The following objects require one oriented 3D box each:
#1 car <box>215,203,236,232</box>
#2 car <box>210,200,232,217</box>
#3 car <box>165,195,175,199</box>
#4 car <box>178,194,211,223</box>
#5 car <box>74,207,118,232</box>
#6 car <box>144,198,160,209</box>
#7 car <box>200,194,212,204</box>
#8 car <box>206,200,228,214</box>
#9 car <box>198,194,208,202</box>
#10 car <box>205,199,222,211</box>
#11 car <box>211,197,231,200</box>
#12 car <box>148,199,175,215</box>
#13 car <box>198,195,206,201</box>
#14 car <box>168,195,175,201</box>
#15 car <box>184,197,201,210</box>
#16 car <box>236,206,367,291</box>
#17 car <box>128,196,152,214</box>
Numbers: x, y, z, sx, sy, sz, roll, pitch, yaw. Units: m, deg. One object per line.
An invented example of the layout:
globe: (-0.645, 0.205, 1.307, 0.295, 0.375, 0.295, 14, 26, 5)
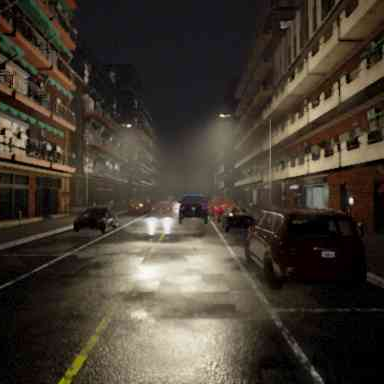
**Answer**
car: (2.696, 1.571, 20.119, 2.008, 1.369, 4.403, 1, 0, 0)
car: (2.694, 1.570, 25.686, 1.887, 1.381, 4.507, 1, 0, 0)
car: (-5.698, 1.644, 81.397, 2.008, 1.369, 4.403, 1, 0, 0)
car: (0.098, 1.249, 25.906, 2.150, 2.045, 5.566, 0, 0, 0)
car: (-5.685, 1.586, 20.151, 1.947, 1.339, 4.313, 1, 0, 0)
car: (-5.692, 1.633, 47.990, 1.802, 1.307, 4.206, 1, 0, 0)
car: (2.688, 1.386, 64.663, 2.192, 1.841, 5.009, 1, 0, 0)
car: (2.692, 1.589, 36.822, 2.008, 1.369, 4.403, 1, 0, 0)
car: (2.685, 1.408, 81.366, 2.192, 1.841, 5.009, 1, 0, 0)
car: (2.690, 1.610, 42.390, 1.947, 1.339, 4.313, 1, 0, 0)
car: (2.696, 1.347, 31.254, 2.192, 1.841, 5.009, 1, 0, 0)
car: (-3.008, 1.688, 34.078, 1.895, 1.301, 4.718, 0, 0, 0)
car: (2.680, 1.549, 92.502, 1.967, 1.590, 4.097, 1, 0, 0)
car: (-5.701, 1.634, 92.364, 1.752, 1.417, 4.829, 1, 0, 0)
car: (0.089, 1.539, 45.252, 2.128, 1.511, 4.902, 0, 0, 0)
car: (2.701, 1.324, 8.983, 2.192, 1.841, 5.009, 1, 0, 0)
car: (-5.685, 1.353, 36.854, 2.192, 1.841, 5.009, 1, 0, 0)
